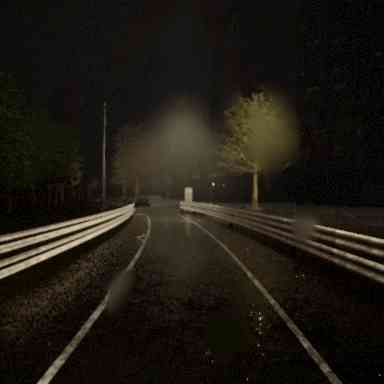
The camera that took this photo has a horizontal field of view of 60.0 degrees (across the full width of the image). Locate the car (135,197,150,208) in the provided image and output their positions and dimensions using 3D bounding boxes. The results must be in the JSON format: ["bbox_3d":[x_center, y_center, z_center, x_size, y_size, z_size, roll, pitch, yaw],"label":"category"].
[{"bbox_3d":[-8.525,1.669,56.269,2.097,1.767,4.553,0,0,-20],"label":"car"}]
